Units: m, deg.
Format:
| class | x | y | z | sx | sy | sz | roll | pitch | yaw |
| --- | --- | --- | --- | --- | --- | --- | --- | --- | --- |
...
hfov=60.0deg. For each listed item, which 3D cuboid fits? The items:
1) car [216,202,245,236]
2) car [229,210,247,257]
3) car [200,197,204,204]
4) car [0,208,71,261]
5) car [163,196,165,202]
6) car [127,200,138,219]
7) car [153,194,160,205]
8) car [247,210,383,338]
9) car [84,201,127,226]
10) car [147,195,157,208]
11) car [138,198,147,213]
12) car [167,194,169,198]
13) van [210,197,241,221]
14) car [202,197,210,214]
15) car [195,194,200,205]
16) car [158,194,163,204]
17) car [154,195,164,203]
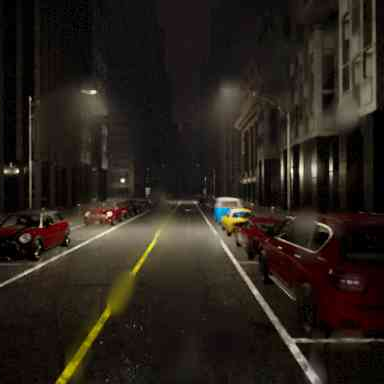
| class | x | y | z | sx | sy | sz | roll | pitch | yaw |
| --- | --- | --- | --- | --- | --- | --- | --- | --- | --- |
| car | 2.533 | 1.486 | 17.887 | 1.752 | 1.417 | 4.829 | 0 | 0 | -1 |
| car | 2.613 | 1.552 | 12.116 | 1.802 | 1.307 | 4.206 | 0 | 0 | -1 |
| car | 2.227 | 1.507 | 40.123 | 1.802 | 1.307 | 4.206 | 0 | 0 | -1 |
| car | -5.911 | 1.437 | 11.983 | 1.967 | 1.590 | 4.097 | 0 | 0 | -1 |
| car | -6.606 | 1.236 | 62.394 | 2.192 | 1.841 | 5.009 | 0 | 0 | -1 |
| car | -6.143 | 1.551 | 28.786 | 1.802 | 1.307 | 4.206 | 0 | 0 | -1 |
| car | -6.449 | 1.462 | 51.021 | 1.752 | 1.417 | 4.829 | 0 | 0 | -1 |
| car | 2.690 | 1.295 | 6.513 | 2.192 | 1.841 | 5.009 | 0 | 0 | -1 |
| car | -6.066 | 1.418 | 23.186 | 1.967 | 1.590 | 4.097 | 0 | 0 | -1 |
| car | -6.374 | 1.495 | 45.590 | 2.008 | 1.369 | 4.403 | 0 | 0 | -1 |
| car | -6.220 | 1.526 | 34.388 | 1.947 | 1.339 | 4.313 | 0 | 0 | -1 |
| car | -6.758 | 1.431 | 73.426 | 1.752 | 1.417 | 4.829 | 0 | 0 | -1 |
| van | 2.458 | 1.293 | 23.318 | 1.690 | 1.788 | 3.998 | 0 | 0 | -1 |
| car | 2.304 | 1.516 | 34.522 | 1.802 | 1.307 | 4.206 | 0 | 0 | -1 |
| car | 1.995 | 1.446 | 56.928 | 1.887 | 1.381 | 4.507 | 0 | 0 | -1 |
| car | -6.529 | 1.473 | 56.793 | 1.887 | 1.381 | 4.507 | 0 | 0 | -1 |
| car | -6.681 | 1.439 | 67.825 | 1.752 | 1.417 | 4.829 | 0 | 0 | -1 |
